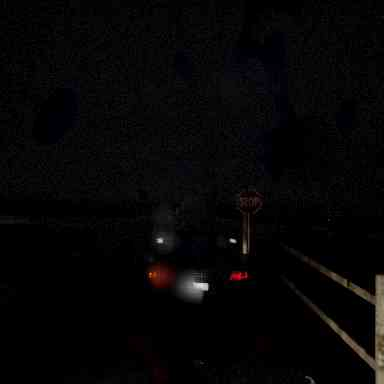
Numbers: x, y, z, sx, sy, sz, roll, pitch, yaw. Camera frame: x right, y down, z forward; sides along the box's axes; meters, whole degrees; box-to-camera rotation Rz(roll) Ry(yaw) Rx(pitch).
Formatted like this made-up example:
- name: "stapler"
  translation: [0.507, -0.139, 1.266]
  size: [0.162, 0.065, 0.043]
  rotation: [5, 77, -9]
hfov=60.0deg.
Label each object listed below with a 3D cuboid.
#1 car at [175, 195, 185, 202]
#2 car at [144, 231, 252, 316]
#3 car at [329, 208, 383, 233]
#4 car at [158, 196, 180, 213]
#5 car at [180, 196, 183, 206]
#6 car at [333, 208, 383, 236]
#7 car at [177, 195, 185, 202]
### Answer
- name: "car"
  translation: [-2.596, 1.417, 72.438]
  size: [2.033, 1.411, 5.357]
  rotation: [0, 0, 0]
- name: "car"
  translation: [0.111, 1.567, 7.613]
  size: [1.994, 1.385, 4.181]
  rotation: [0, 0, 0]
- name: "car"
  translation: [12.641, 2.058, 23.786]
  size: [4.892, 1.490, 1.837]
  rotation: [2, 0, -2]
- name: "car"
  translation: [-2.766, 1.518, 37.463]
  size: [2.128, 1.511, 4.902]
  rotation: [0, 0, 0]
- name: "car"
  translation: [-2.739, 1.600, 47.458]
  size: [1.994, 1.385, 4.181]
  rotation: [0, 0, 0]
- name: "car"
  translation: [11.493, 1.858, 21.034]
  size: [4.553, 1.767, 2.097]
  rotation: [2, 0, 3]
- name: "car"
  translation: [-2.711, 1.543, 57.594]
  size: [2.128, 1.511, 4.902]
  rotation: [0, 0, 0]
